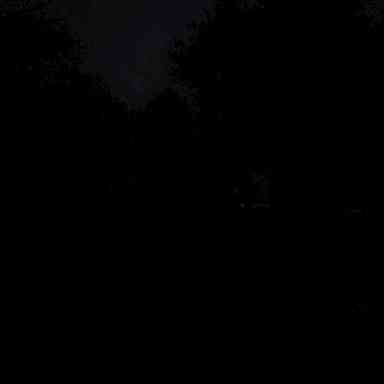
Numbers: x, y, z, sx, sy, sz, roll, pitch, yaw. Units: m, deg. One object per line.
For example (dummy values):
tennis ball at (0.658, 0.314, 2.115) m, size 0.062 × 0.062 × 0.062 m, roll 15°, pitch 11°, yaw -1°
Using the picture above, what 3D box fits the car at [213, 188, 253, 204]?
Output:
car at (4.324, 0.414, 35.522) m, size 1.882 × 1.535 × 5.008 m, roll 2°, pitch 2°, yaw -35°

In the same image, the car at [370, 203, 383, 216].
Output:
car at (15.597, 1.166, 24.381) m, size 1.882 × 1.535 × 5.008 m, roll 1°, pitch 2°, yaw -22°
